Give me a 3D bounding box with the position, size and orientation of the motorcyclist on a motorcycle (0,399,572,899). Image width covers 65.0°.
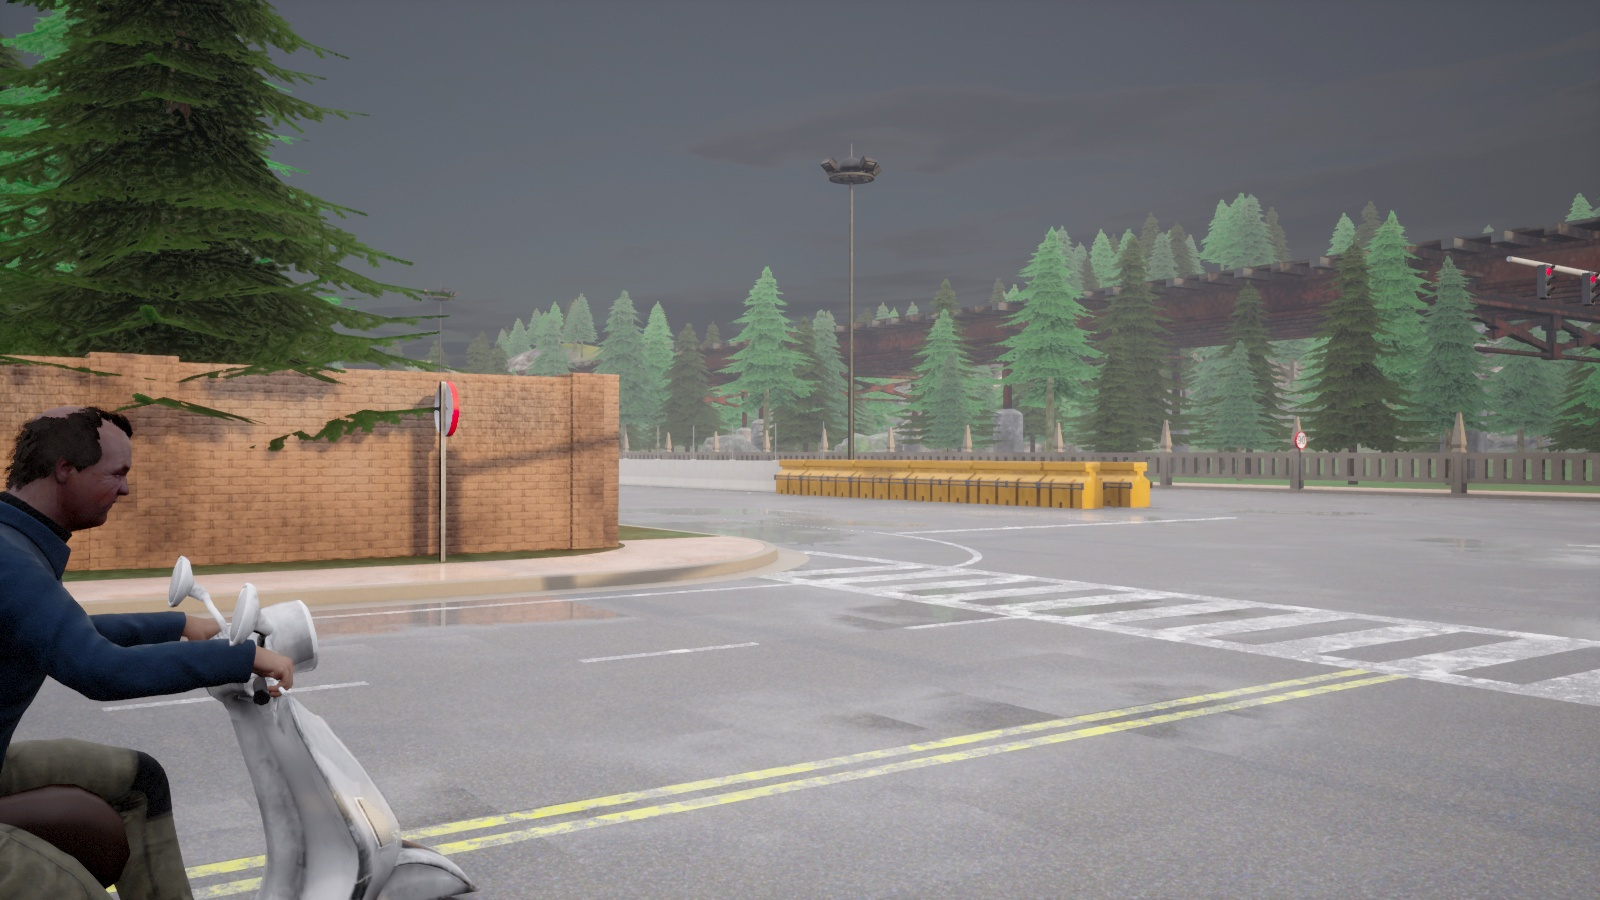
[{"bbox_3d":[-1.499,0.708,2.616,1.817,1.590,0.866,0,0,-35],"label":"motorcyclist on a motorcycle"}]
